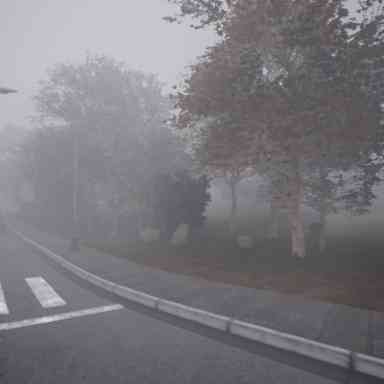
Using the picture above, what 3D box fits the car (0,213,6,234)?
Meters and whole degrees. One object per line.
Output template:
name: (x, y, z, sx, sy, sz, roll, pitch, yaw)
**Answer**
car: (-20.120, 3.086, 33.618, 2.150, 2.045, 5.566, 1, -2, -32)
